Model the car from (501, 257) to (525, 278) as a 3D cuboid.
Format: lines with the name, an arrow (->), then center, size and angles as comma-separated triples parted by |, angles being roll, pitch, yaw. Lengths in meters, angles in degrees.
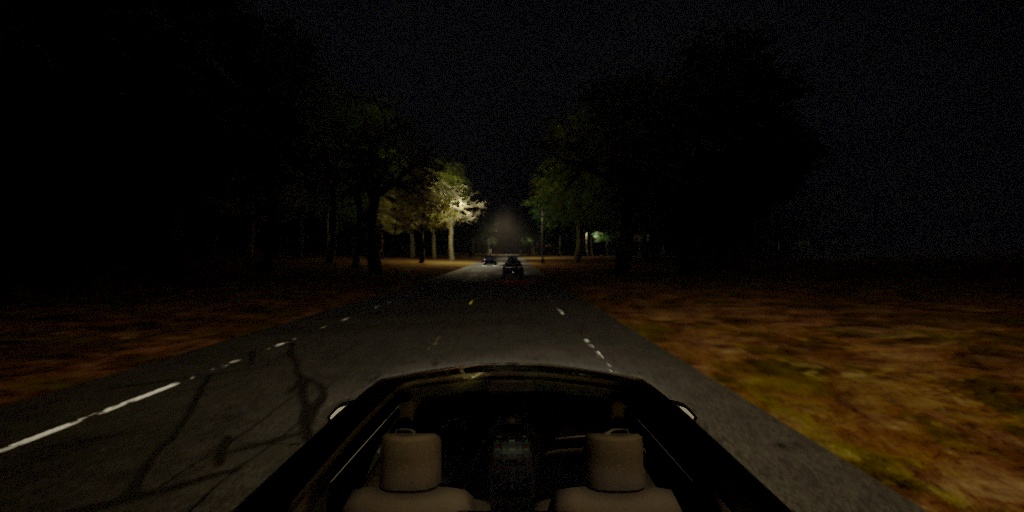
car -> 0.095, 1.114, 31.878 | 2.128, 1.511, 4.902 | 0, 1, 0

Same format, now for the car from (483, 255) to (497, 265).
car -> -3.541, 0.595, 58.393 | 2.097, 1.767, 4.553 | 0, 1, 1
